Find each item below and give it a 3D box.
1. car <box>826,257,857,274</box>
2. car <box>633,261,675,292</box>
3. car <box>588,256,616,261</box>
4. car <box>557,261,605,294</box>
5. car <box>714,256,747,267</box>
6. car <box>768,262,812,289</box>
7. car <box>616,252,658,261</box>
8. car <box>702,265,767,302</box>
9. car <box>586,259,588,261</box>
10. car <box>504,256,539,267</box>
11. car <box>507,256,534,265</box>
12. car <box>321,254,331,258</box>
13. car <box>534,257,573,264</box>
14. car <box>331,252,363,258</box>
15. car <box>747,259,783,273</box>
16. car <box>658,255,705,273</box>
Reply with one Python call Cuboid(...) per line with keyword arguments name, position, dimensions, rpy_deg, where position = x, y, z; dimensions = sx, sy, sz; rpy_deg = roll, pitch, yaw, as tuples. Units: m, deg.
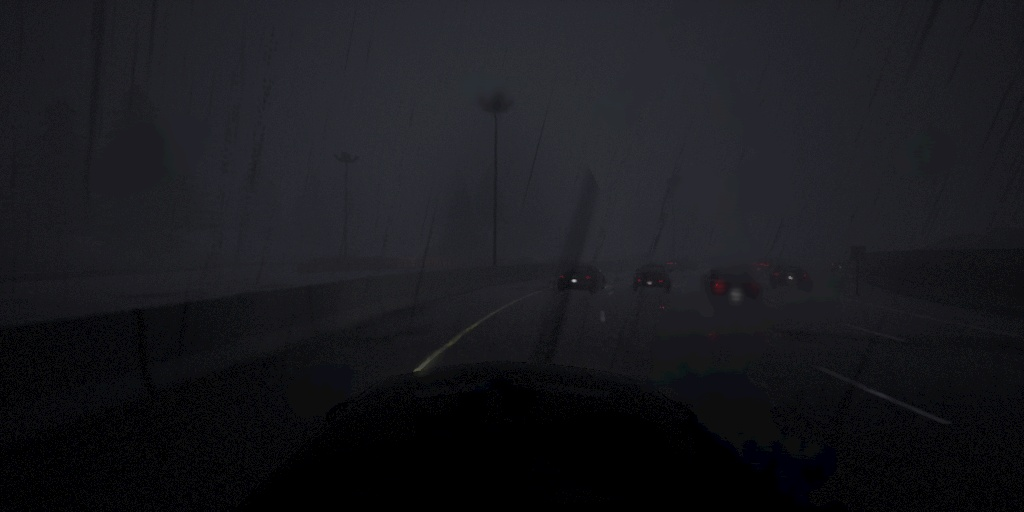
Cuboid(name="car", position=(34.347, 1.068, 36.062), dimensions=(4.181, 1.385, 1.994), rpy_deg=(0, 0, -21))
Cuboid(name="car", position=(8.111, 1.183, 20.556), dimensions=(1.812, 1.442, 4.674), rpy_deg=(0, 0, 26))
Cuboid(name="car", position=(15.184, 0.690, 57.973), dimensions=(5.008, 1.535, 1.882), rpy_deg=(-1, 1, -29))
Cuboid(name="car", position=(3.822, 1.180, 19.425), dimensions=(1.994, 1.385, 4.181), rpy_deg=(1, 1, 22))
Cuboid(name="car", position=(24.035, 1.044, 38.437), dimensions=(4.181, 1.385, 1.994), rpy_deg=(0, 1, -32))
Cuboid(name="car", position=(17.988, 1.313, 23.205), dimensions=(1.994, 1.385, 4.181), rpy_deg=(1, 1, 35))
Cuboid(name="car", position=(18.104, 0.523, 51.471), dimensions=(5.566, 2.045, 2.150), rpy_deg=(-1, 1, -31))
Cuboid(name="car", position=(10.310, 1.320, 17.148), dimensions=(1.895, 1.301, 4.718), rpy_deg=(1, 1, 23))
Cuboid(name="car", position=(15.250, 0.702, 61.998), dimensions=(5.357, 1.411, 2.033), rpy_deg=(0, 1, -28))
Cuboid(name="car", position=(1.438, 0.711, 52.126), dimensions=(4.902, 1.511, 2.128), rpy_deg=(0, 1, -42))
Cuboid(name="car", position=(1.741, 0.845, 47.581), dimensions=(4.181, 1.385, 1.994), rpy_deg=(0, 1, -44))
Cuboid(name="car", position=(-26.544, 0.436, 52.265), dimensions=(1.837, 1.490, 4.892), rpy_deg=(1, 1, -5))
Cuboid(name="car", position=(5.182, 0.890, 40.919), dimensions=(2.128, 1.511, 4.902), rpy_deg=(1, 1, 44))
Cuboid(name="car", position=(-22.775, 0.508, 49.614), dimensions=(1.837, 1.490, 4.892), rpy_deg=(1, 1, -5))
Cuboid(name="car", position=(25.631, 1.027, 35.387), dimensions=(4.892, 1.490, 1.837), rpy_deg=(-1, -1, -33))
Cuboid(name="car", position=(18.262, 0.975, 38.606), dimensions=(4.902, 1.511, 2.128), rpy_deg=(-1, 1, -38))
